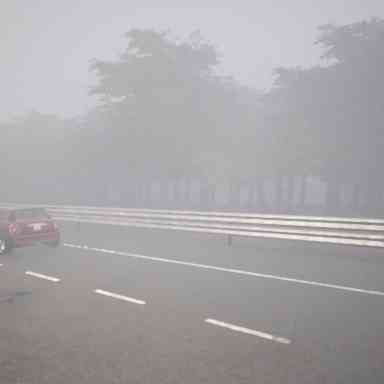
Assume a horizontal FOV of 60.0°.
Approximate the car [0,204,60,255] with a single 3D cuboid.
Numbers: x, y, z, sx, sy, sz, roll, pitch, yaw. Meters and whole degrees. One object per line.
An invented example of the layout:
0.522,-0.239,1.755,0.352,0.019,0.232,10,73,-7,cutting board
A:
-7.418,1.352,13.475,4.553,1.767,2.097,0,0,36,car
